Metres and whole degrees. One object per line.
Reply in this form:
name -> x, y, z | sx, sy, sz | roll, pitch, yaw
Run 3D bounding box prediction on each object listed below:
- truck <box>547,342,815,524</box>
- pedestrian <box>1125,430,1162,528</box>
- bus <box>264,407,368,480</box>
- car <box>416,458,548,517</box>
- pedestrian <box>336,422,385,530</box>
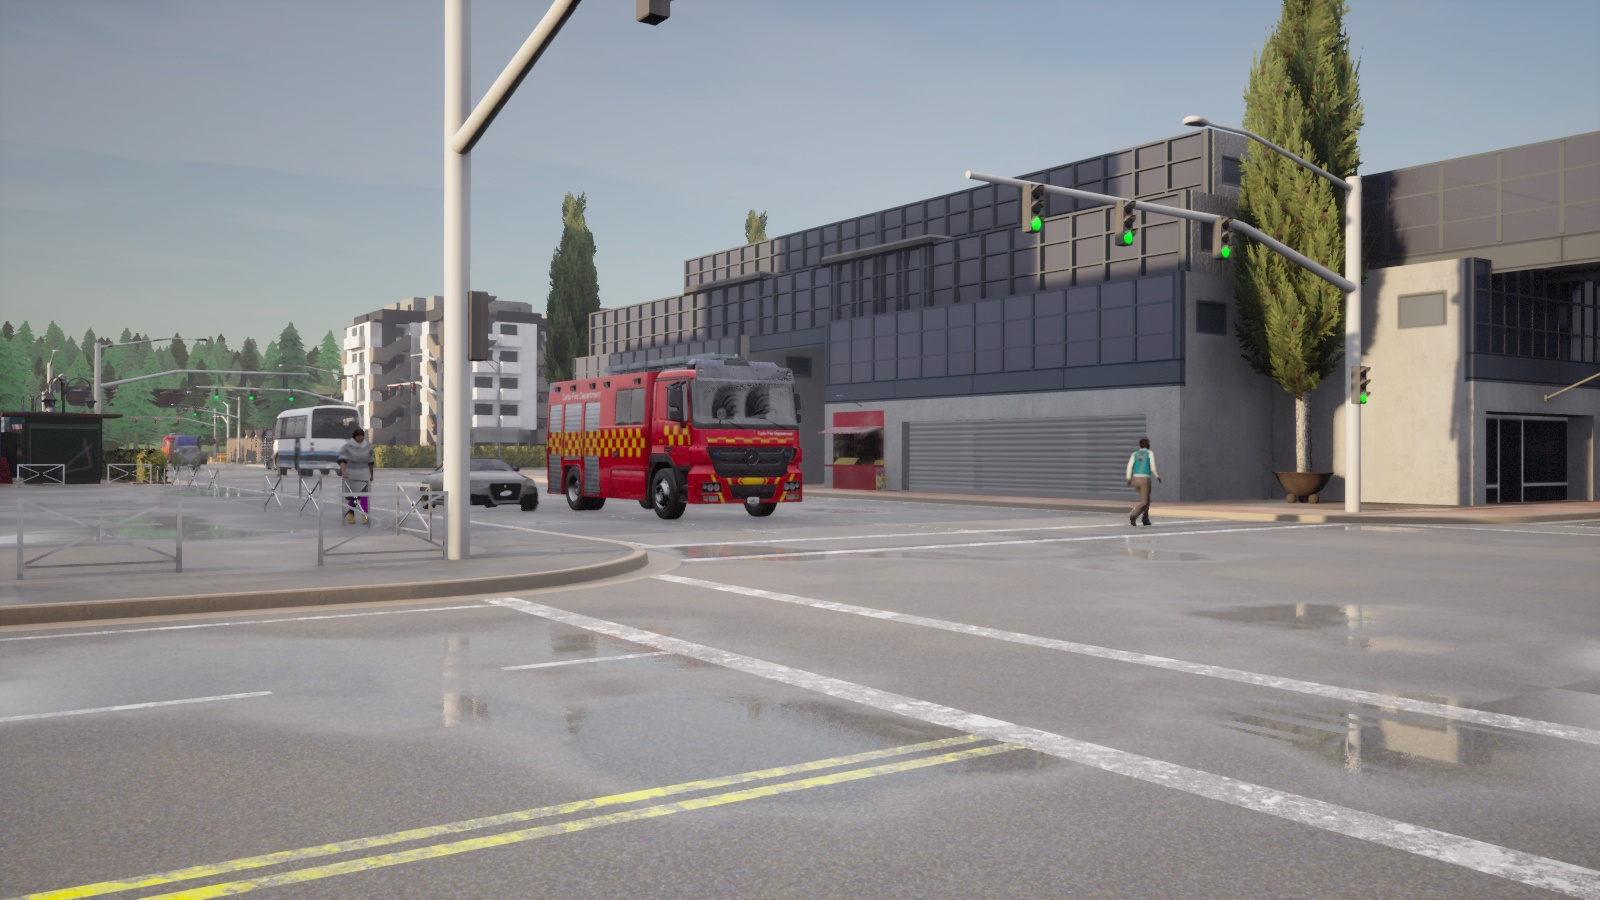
truck -> -3.203, -0.338, 30.756 | 2.891, 3.827, 8.468 | 0, 0, -33
pedestrian -> 6.838, 0.570, 25.013 | 0.692, 1.930, 0.396 | 0, 0, -41
bus -> -30.537, -0.374, 78.871 | 3.944, 4.253, 10.273 | 0, 0, -34
car -> -8.146, 0.904, 31.902 | 1.994, 1.385, 4.181 | 0, 0, -33
pedestrian -> -8.137, 0.477, 23.229 | 0.659, 1.952, 0.873 | 0, 0, -34
